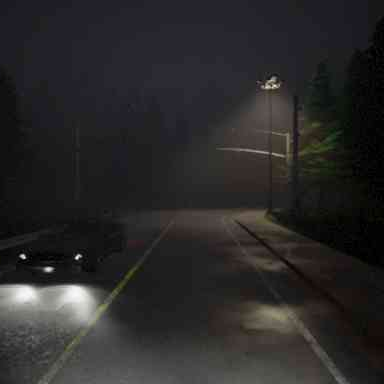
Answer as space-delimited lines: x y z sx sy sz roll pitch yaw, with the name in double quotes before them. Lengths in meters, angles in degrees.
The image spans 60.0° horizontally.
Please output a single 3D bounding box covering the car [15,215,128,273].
"car" -3.425 1.486 10.739 2.033 1.411 5.357 0 0 2
